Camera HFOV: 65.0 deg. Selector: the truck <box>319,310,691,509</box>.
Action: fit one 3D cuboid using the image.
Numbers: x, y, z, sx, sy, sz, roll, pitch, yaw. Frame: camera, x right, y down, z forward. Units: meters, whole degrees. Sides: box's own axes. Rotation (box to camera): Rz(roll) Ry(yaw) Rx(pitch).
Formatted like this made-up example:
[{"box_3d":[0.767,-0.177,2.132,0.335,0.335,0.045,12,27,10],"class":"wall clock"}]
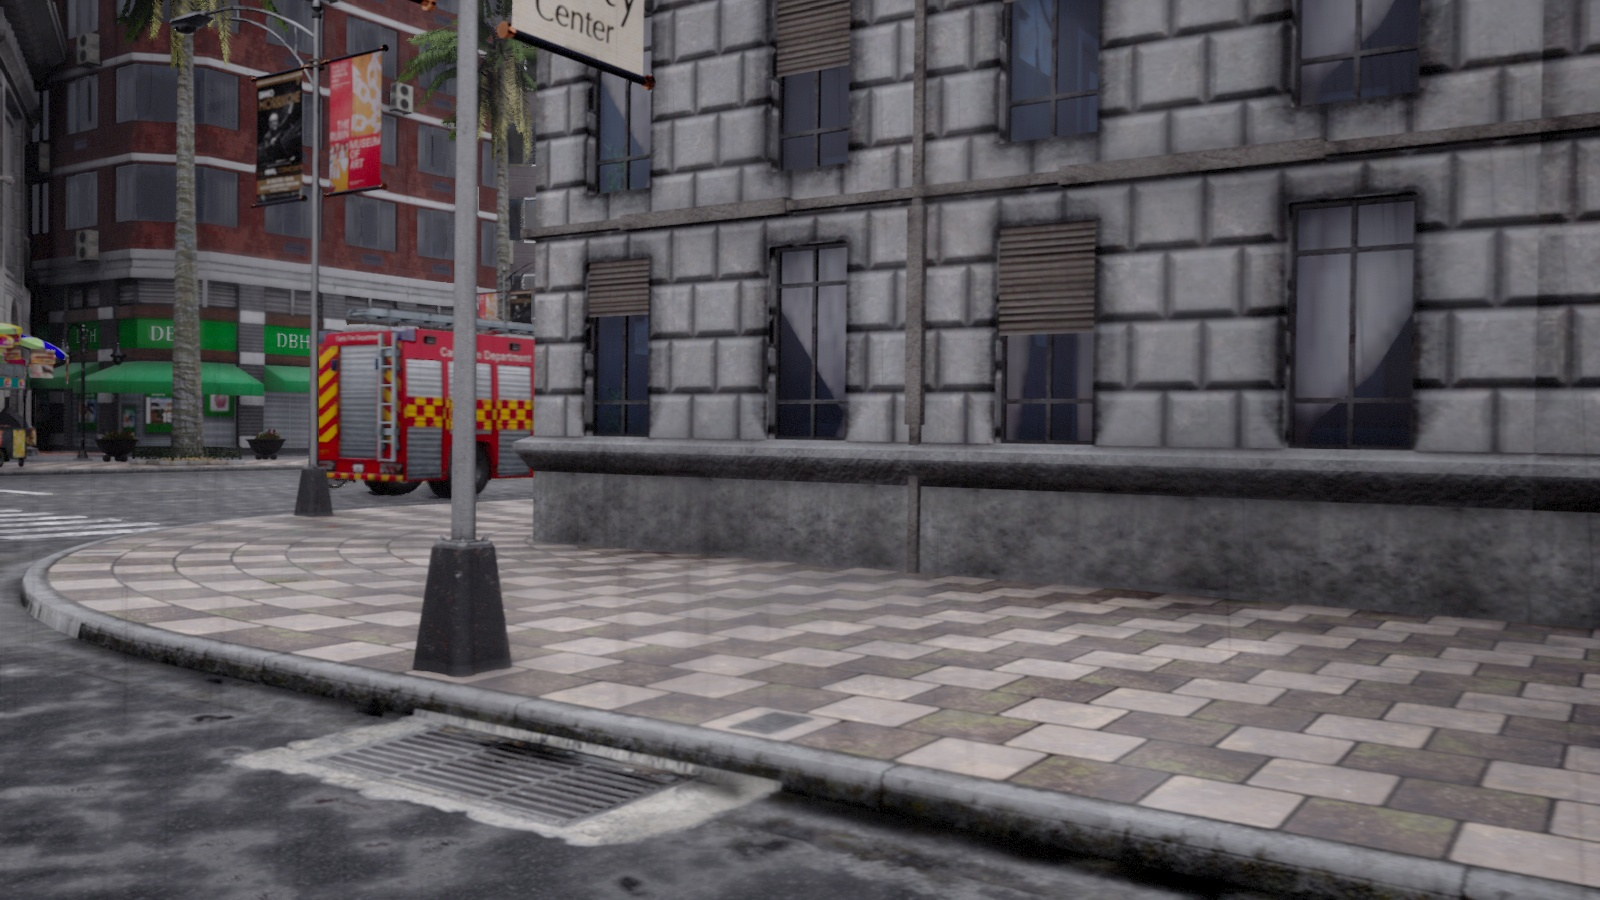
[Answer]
[{"box_3d":[-6.291,-0.851,28.509,2.891,3.827,8.468,0,1,34],"class":"truck"}]
